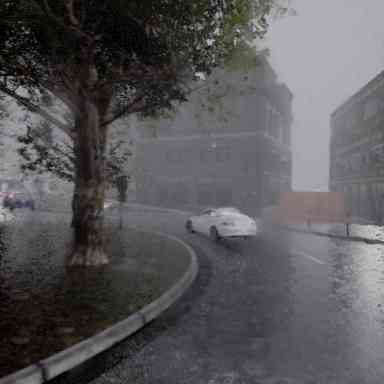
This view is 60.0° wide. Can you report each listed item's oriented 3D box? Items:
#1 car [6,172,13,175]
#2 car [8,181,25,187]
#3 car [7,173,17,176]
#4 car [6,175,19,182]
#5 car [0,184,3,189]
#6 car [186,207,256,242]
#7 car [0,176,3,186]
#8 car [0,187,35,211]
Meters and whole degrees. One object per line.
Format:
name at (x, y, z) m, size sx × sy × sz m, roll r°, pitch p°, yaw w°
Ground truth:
car at (-40.313, -3.374, 74.107) m, size 2.150 × 2.045 × 5.566 m, roll 1°, pitch 4°, yaw -33°
car at (-21.701, 0.026, 41.026) m, size 2.097 × 1.767 × 4.553 m, roll 1°, pitch 4°, yaw -26°
car at (-33.300, -2.090, 62.643) m, size 2.097 × 1.767 × 4.553 m, roll 1°, pitch 4°, yaw -31°
car at (-26.247, -0.931, 49.927) m, size 2.150 × 2.045 × 5.566 m, roll 1°, pitch 4°, yaw -28°
car at (-24.353, -0.134, 39.632) m, size 2.150 × 2.045 × 5.566 m, roll 1°, pitch 4°, yaw -26°
car at (1.295, 1.449, 15.848) m, size 1.812 × 1.442 × 4.674 m, roll 1°, pitch 0°, yaw -22°
car at (-36.132, -2.022, 61.539) m, size 1.882 × 1.535 × 5.008 m, roll 1°, pitch 4°, yaw -31°
car at (-16.822, 0.753, 32.303) m, size 2.097 × 1.767 × 4.553 m, roll 0°, pitch 3°, yaw -38°
